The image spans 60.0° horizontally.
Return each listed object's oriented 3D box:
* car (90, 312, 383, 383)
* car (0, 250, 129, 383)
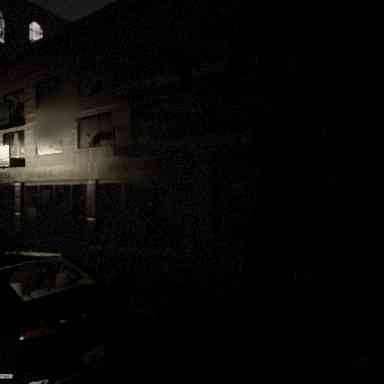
[{"bbox_3d":[1.751,1.552,1.627,4.403,1.369,2.008,0,0,35],"label":"car"},{"bbox_3d":[-2.847,1.542,4.908,4.403,1.369,2.008,0,0,35],"label":"car"}]
